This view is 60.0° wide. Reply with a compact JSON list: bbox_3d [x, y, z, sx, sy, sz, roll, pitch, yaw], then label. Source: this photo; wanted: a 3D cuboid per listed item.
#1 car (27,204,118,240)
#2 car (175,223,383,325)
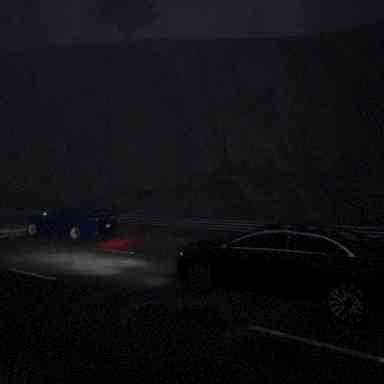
[{"bbox_3d":[-5.893,1.353,16.139,5.008,1.535,1.882,0,0,30],"label":"car"},{"bbox_3d":[1.891,1.404,6.927,4.902,1.511,2.128,0,0,34],"label":"car"}]
